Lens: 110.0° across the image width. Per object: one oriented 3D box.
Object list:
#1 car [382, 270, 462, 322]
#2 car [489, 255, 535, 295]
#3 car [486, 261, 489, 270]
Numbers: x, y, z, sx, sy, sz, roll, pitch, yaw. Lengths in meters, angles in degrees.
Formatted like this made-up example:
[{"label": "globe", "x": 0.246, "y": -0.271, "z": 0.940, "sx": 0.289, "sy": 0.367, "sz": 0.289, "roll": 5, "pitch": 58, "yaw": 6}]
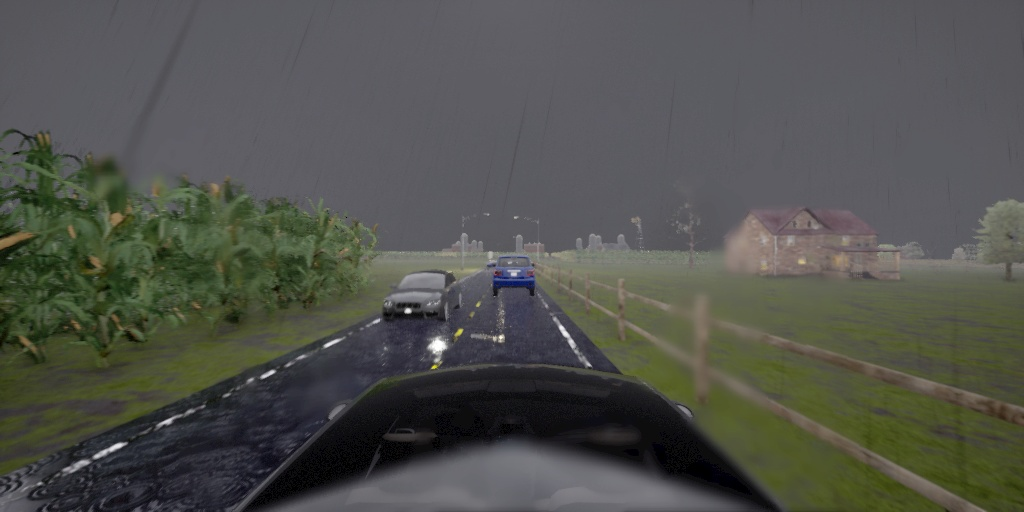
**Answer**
[{"label": "car", "x": -2.854, "y": 1.253, "z": 12.266, "sx": 1.837, "sy": 1.490, "sz": 4.892, "roll": 0, "pitch": 0, "yaw": 0}, {"label": "car", "x": 0.095, "y": 0.968, "z": 19.820, "sx": 2.150, "sy": 2.045, "sz": 5.566, "roll": 0, "pitch": 0, "yaw": 0}, {"label": "car", "x": -2.826, "y": 1.312, "z": 53.043, "sx": 1.895, "sy": 1.301, "sz": 4.718, "roll": 0, "pitch": 0, "yaw": 0}]
